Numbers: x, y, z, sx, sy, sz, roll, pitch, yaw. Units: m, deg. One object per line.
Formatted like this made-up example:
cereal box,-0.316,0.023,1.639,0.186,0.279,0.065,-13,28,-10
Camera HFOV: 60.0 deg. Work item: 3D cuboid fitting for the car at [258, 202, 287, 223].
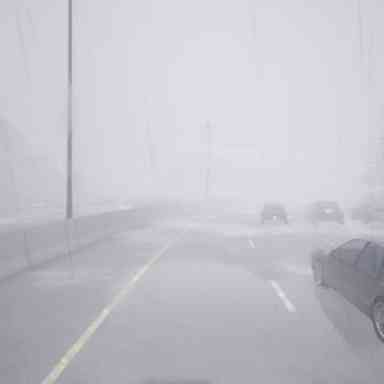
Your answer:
car,6.160,1.502,25.302,1.837,1.490,4.892,0,0,11

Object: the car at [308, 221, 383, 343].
car,3.802,1.555,6.209,2.033,1.411,5.357,0,0,3

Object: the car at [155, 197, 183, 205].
car,-2.791,1.495,47.059,2.033,1.411,5.357,0,0,18

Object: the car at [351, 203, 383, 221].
car,13.098,1.514,24.313,2.128,1.511,4.902,0,0,11

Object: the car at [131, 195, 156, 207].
car,-6.304,1.286,47.455,2.097,1.767,4.553,0,0,18

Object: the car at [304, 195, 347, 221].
car,9.564,1.362,24.414,2.097,1.767,4.553,0,0,11

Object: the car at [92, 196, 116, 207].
car,-12.970,1.414,49.643,1.837,1.490,4.892,0,0,18

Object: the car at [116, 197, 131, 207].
car,-9.071,1.487,50.245,1.994,1.385,4.181,0,0,19
